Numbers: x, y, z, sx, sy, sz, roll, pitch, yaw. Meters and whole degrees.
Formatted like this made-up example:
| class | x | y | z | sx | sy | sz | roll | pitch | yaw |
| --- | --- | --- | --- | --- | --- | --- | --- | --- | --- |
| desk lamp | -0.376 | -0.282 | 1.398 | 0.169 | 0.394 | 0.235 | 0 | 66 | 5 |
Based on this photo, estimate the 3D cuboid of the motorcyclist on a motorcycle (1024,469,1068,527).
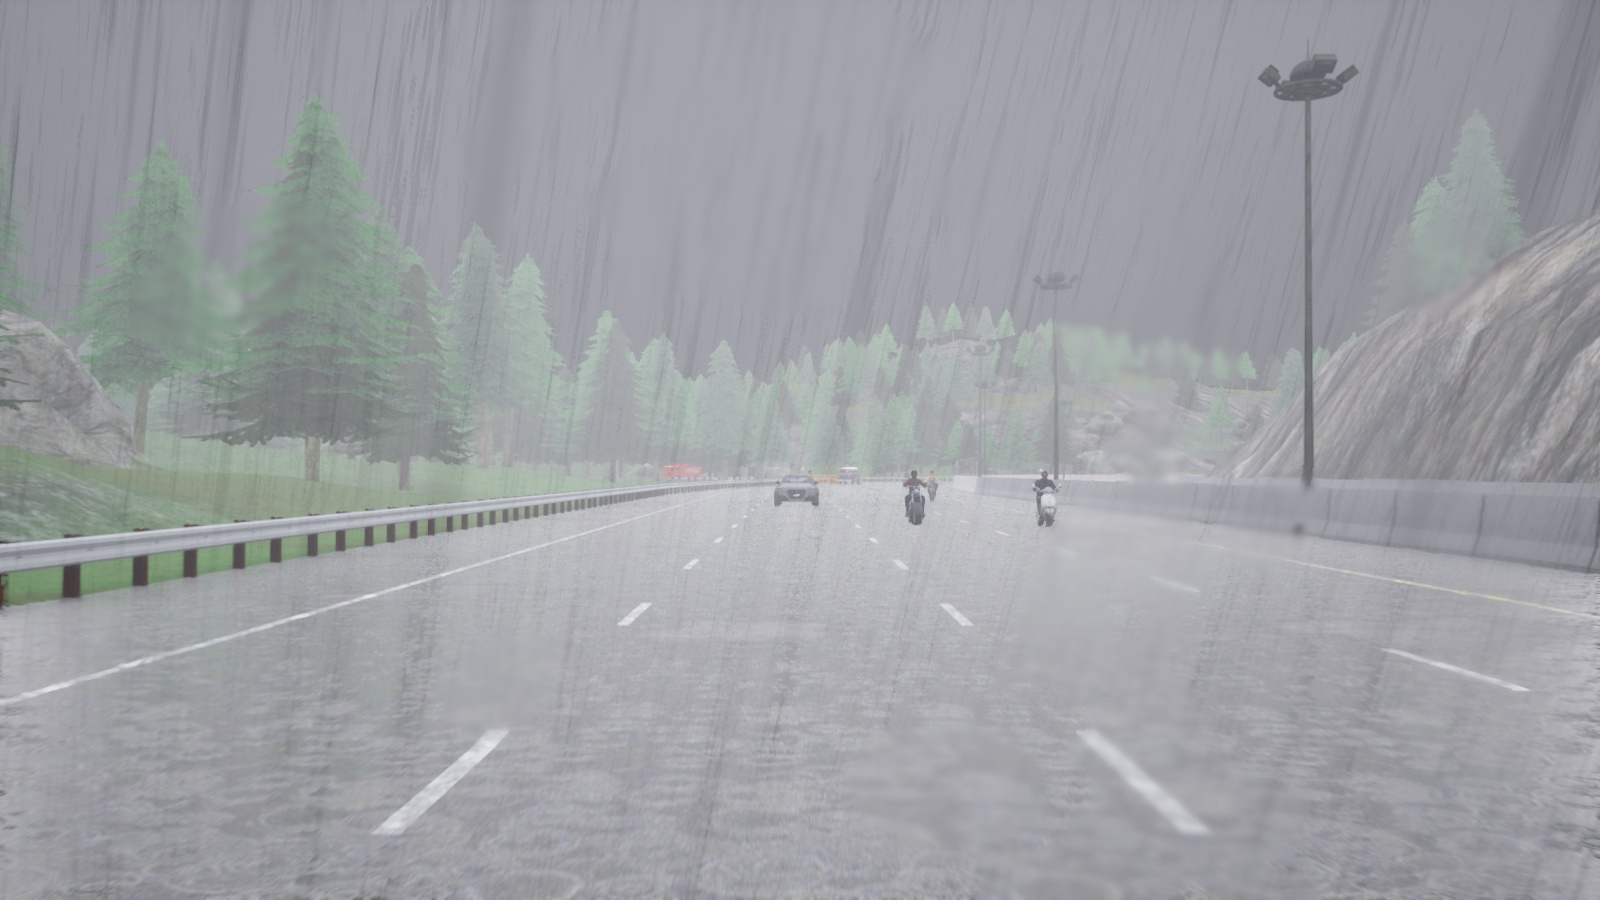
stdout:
| class | x | y | z | sx | sy | sz | roll | pitch | yaw |
| --- | --- | --- | --- | --- | --- | --- | --- | --- | --- |
| motorcyclist on a motorcycle | 6.914 | 1.333 | 35.376 | 0.866 | 1.590 | 1.817 | 0 | -1 | 0 |

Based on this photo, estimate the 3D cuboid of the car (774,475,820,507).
| class | x | y | z | sx | sy | sz | roll | pitch | yaw |
| --- | --- | --- | --- | --- | --- | --- | --- | --- | --- |
| car | -0.138 | 1.832 | 56.916 | 1.994 | 1.385 | 4.181 | 0 | -1 | 0 |

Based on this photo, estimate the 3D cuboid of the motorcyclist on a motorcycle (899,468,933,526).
| class | x | y | z | sx | sy | sz | roll | pitch | yaw |
| --- | --- | --- | --- | --- | --- | --- | --- | --- | --- |
| motorcyclist on a motorcycle | 3.410 | 1.373 | 37.152 | 0.766 | 1.649 | 2.350 | 0 | -1 | 0 |
